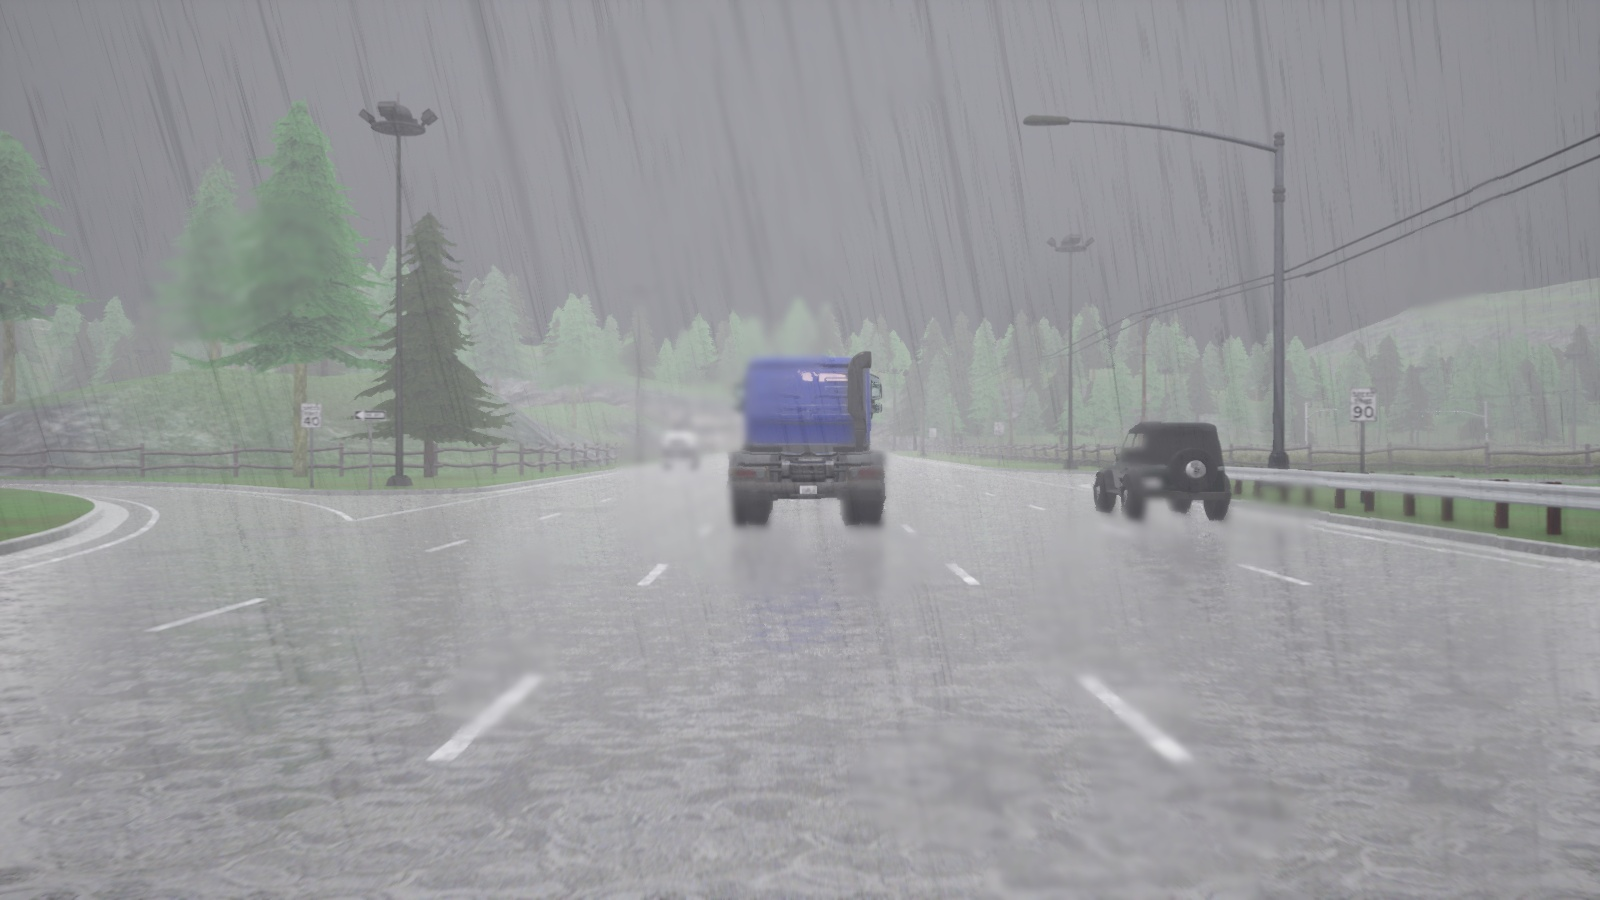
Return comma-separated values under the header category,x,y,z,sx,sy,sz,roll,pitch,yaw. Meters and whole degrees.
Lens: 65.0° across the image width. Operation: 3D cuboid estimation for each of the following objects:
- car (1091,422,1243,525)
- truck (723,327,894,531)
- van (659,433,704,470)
category,x,y,z,sx,sy,sz,roll,pitch,yaw
car,7.156,0.409,24.909,1.905,1.878,3.866,0,0,0
truck,0.159,-0.378,25.240,2.891,3.462,7.936,0,0,0
van,-6.589,0.070,70.066,2.069,2.038,4.480,0,0,0
